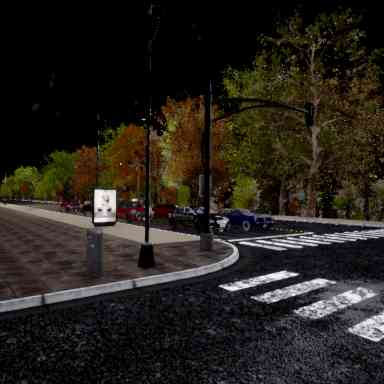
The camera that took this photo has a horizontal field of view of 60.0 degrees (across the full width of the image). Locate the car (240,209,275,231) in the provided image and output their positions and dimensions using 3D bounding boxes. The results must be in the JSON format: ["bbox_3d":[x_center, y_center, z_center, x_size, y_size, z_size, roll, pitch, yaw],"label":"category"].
[{"bbox_3d":[3.120,1.732,21.771,1.895,1.301,4.718,1,-1,-35],"label":"car"}]

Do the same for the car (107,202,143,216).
[{"bbox_3d":[-7.560,1.871,37.220,2.033,1.411,5.357,1,-1,-35],"label":"car"}]

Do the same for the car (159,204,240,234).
[{"bbox_3d":[0.298,1.582,20.120,2.128,1.511,4.902,1,-1,-34],"label":"car"}]

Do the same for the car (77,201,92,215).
[{"bbox_3d":[-10.125,1.770,35.222,2.128,1.511,4.902,1,-1,-35],"label":"car"}]

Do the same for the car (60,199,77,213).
[{"bbox_3d":[-15.727,1.732,43.378,2.097,1.767,4.553,1,-1,-34],"label":"car"}]

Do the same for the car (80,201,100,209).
[{"bbox_3d":[-17.848,2.203,57.969,1.895,1.301,4.718,1,-1,-35],"label":"car"}]

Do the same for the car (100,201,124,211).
[{"bbox_3d":[-11.976,2.023,49.529,1.812,1.442,4.674,1,-1,-34],"label":"car"}]

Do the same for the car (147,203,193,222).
[{"bbox_3d":[-2.034,1.750,29.226,1.812,1.442,4.674,1,-1,-35],"label":"car"}]

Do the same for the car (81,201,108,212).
[{"bbox_3d":[-13.558,1.980,45.958,2.033,1.411,5.357,1,-1,-34],"label":"car"}]

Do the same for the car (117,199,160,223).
[{"bbox_3d":[-4.921,1.537,27.692,2.097,1.767,4.553,1,-1,-35],"label":"car"}]

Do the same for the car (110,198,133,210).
[{"bbox_3d":[-11.591,1.935,54.713,2.097,1.767,4.553,1,-1,-34],"label":"car"}]
